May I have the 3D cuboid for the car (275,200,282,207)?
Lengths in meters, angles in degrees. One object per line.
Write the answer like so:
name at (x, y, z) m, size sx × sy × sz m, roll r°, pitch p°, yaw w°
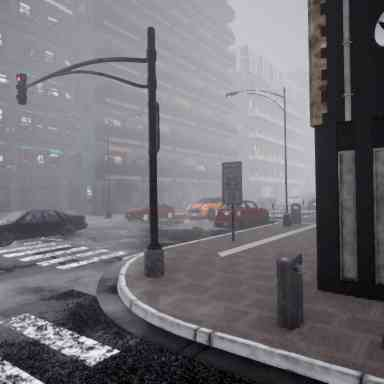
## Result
car at (9.508, 1.311, 43.032) m, size 1.947 × 1.339 × 4.313 m, roll -1°, pitch 0°, yaw 36°

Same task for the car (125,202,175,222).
car at (-3.175, 1.459, 25.755) m, size 1.887 × 1.381 × 4.507 m, roll -1°, pitch 0°, yaw 36°

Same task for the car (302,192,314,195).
car at (19.502, 0.931, 56.773) m, size 2.192 × 1.841 × 5.009 m, roll -1°, pitch 0°, yaw 36°

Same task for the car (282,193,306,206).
car at (12.765, 1.206, 43.047) m, size 1.812 × 1.442 × 4.674 m, roll -1°, pitch -1°, yaw 36°

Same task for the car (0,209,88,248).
car at (-7.268, 1.500, 15.010) m, size 2.033 × 1.411 × 5.357 m, roll -1°, pitch 0°, yaw 31°

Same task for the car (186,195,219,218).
car at (1.466, 1.181, 27.594) m, size 2.097 × 1.767 × 4.553 m, roll -1°, pitch 0°, yaw 36°

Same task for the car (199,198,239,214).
car at (2.842, 1.384, 33.871) m, size 2.008 × 1.369 × 4.403 m, roll -1°, pitch 0°, yaw 36°

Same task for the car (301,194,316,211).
car at (12.950, 1.196, 33.521) m, size 1.947 × 1.339 × 4.313 m, roll -1°, pitch 0°, yaw 36°

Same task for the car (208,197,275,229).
car at (3.042, 1.201, 19.718) m, size 1.967 × 1.590 × 4.097 m, roll -1°, pitch 0°, yaw 36°
